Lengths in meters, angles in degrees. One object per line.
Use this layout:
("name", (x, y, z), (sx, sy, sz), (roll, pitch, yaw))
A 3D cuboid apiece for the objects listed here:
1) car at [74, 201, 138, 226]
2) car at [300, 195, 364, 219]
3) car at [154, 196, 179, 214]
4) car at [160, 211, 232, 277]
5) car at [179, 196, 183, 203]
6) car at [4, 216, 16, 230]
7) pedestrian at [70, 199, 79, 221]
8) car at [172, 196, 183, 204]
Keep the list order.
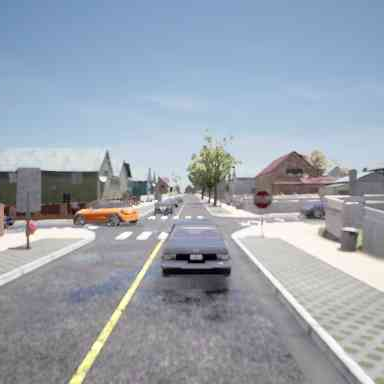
("car", (-6.142, 1.456, 23.503), (4.553, 1.767, 2.097), (-3, -1, 25))
("car", (10.390, 1.058, 24.660), (4.553, 1.767, 2.097), (-1, -1, 2))
("car", (-2.844, 1.479, 34.893), (2.128, 1.511, 4.902), (0, 0, 0))
("car", (0.098, 1.546, 10.170), (2.033, 1.411, 5.357), (0, 0, 0))
("car", (-2.832, 1.527, 48.054), (2.033, 1.411, 5.357), (0, 0, 0))
("car", (-14.127, 1.914, 21.484), (4.718, 1.301, 1.895), (-2, -1, 0))
("pedestrian", (-9.692, 1.450, 27.379), (0.375, 1.860, 0.375), (0, 0, 0))
("car", (-2.756, 1.529, 65.488), (1.994, 1.385, 4.181), (0, 0, 0))
